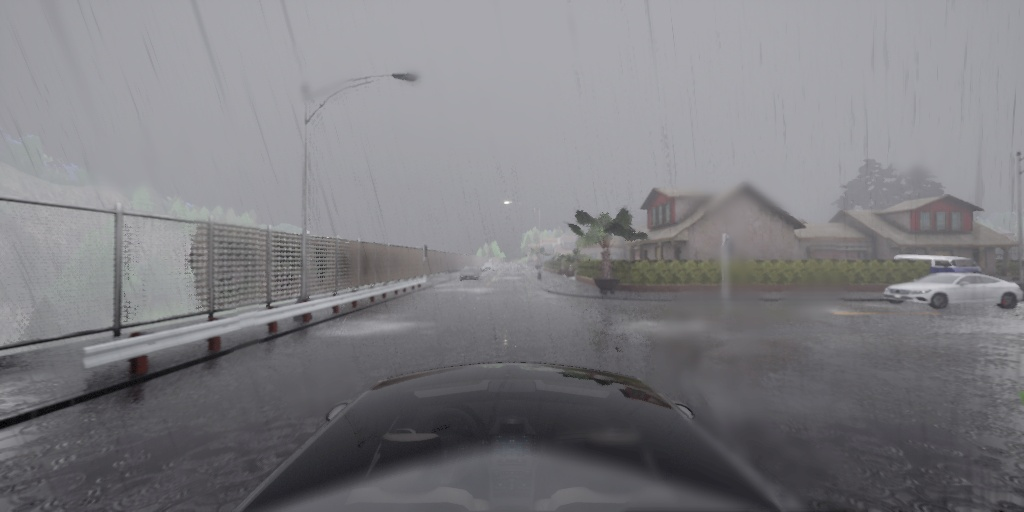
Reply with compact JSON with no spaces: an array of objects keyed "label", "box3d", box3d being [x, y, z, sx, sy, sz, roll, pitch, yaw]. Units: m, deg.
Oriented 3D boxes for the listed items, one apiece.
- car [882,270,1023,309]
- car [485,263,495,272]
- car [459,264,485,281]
[{"label":"car","box3d":[18.876,1.444,15.438,4.674,1.442,1.812,0,-1,0]},{"label":"car","box3d":[-3.979,1.873,60.885,1.812,1.442,4.674,0,-1,0]},{"label":"car","box3d":[-3.991,1.731,35.077,1.837,1.490,4.892,0,1,0]}]
